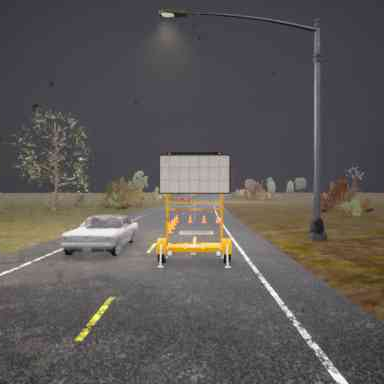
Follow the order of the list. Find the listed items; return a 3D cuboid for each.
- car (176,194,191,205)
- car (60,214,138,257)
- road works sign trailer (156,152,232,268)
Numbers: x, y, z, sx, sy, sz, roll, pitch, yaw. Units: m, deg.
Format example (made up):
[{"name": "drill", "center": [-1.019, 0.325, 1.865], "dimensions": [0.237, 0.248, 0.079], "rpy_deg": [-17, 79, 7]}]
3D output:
[{"name": "car", "center": [-1.439, 1.208, 56.869], "dimensions": [2.150, 2.045, 5.566], "rpy_deg": [0, 0, 4]}, {"name": "car", "center": [-3.450, 1.599, 13.186], "dimensions": [1.895, 1.301, 4.718], "rpy_deg": [0, 0, 1]}, {"name": "road works sign trailer", "center": [0.088, 0.463, 11.274], "dimensions": [2.380, 3.560, 2.880], "rpy_deg": [0, 0, 1]}]
